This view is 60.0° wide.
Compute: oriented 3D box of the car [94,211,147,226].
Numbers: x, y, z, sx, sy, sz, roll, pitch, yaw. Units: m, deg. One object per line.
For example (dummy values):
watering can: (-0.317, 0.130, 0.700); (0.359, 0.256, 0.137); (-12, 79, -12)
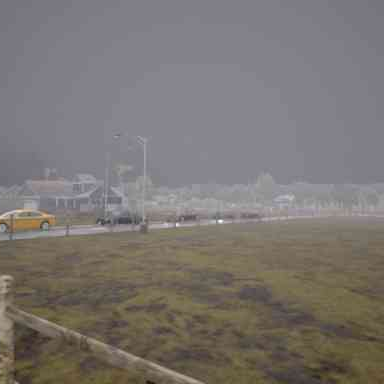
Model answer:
car: (-6.691, 2.487, 31.818); (2.033, 1.411, 5.357); (0, -2, 35)

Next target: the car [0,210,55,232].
car: (-12.318, 2.027, 23.781); (1.882, 1.535, 5.008); (0, -2, 34)

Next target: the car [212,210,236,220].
car: (4.664, 3.315, 47.801); (1.994, 1.385, 4.181); (0, -2, 35)

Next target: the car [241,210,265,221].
car: (9.021, 3.371, 48.909); (1.882, 1.535, 5.008); (0, -2, 35)

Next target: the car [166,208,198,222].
car: (-1.105, 2.686, 39.698); (2.097, 1.767, 4.553); (0, -2, 36)
